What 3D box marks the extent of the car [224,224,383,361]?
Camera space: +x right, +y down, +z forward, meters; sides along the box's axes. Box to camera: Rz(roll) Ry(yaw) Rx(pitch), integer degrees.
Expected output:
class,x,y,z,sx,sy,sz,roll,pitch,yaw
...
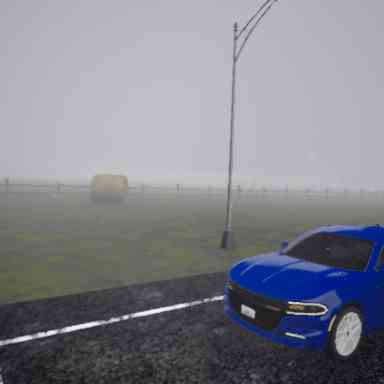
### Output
class,x,y,z,sx,sy,sz,roll,pitch,yaw
car,2.827,1.361,5.892,5.008,1.535,1.882,1,2,-34
